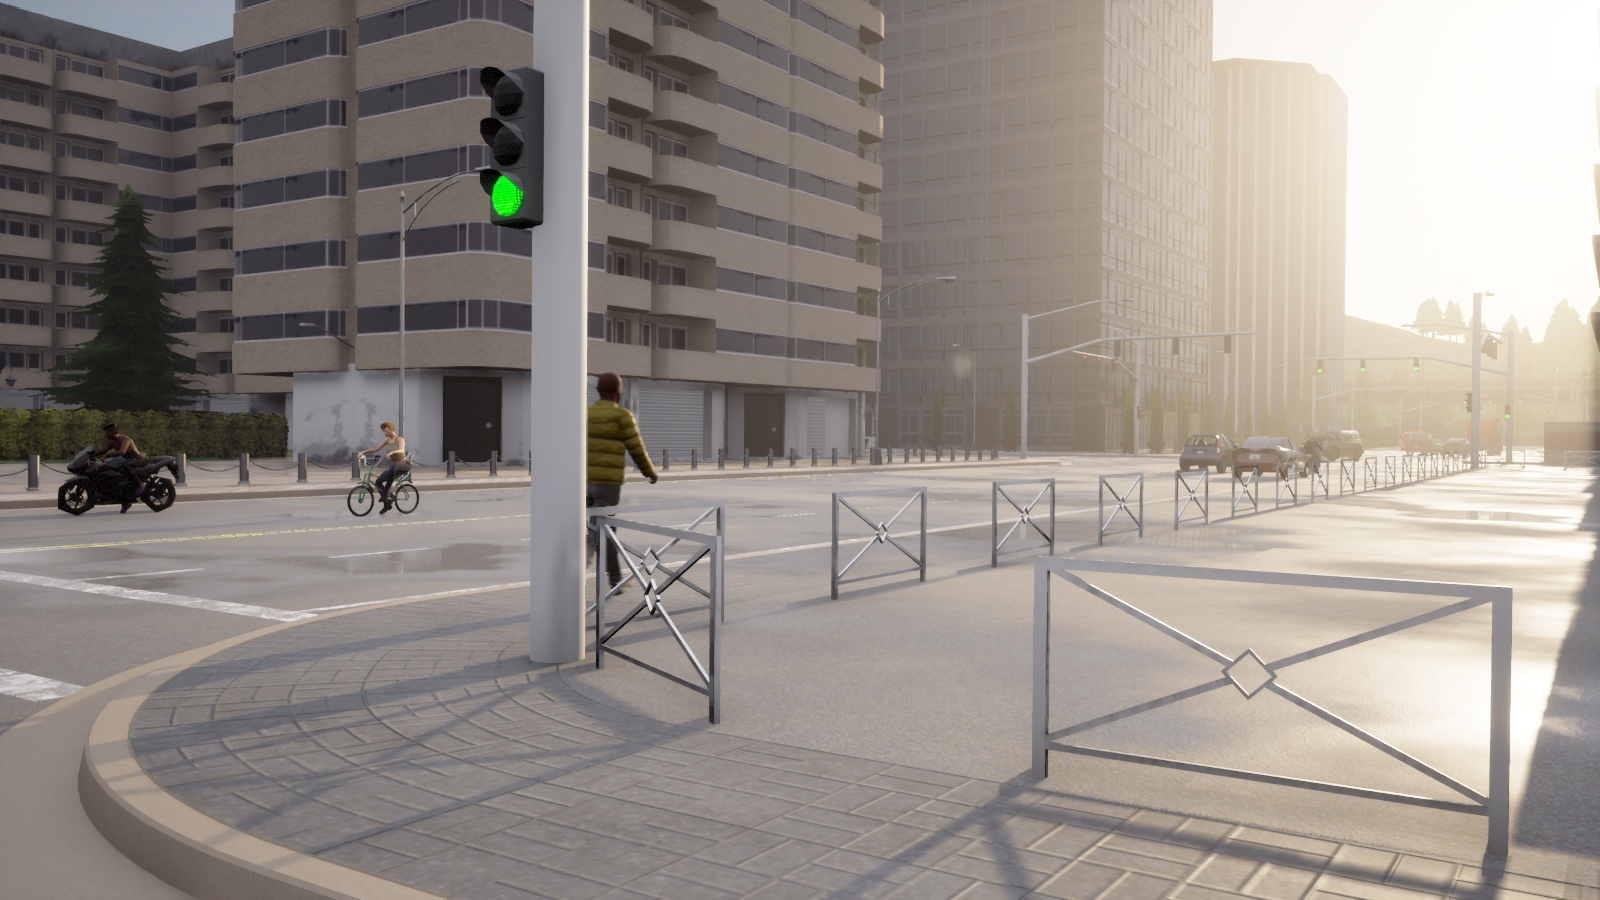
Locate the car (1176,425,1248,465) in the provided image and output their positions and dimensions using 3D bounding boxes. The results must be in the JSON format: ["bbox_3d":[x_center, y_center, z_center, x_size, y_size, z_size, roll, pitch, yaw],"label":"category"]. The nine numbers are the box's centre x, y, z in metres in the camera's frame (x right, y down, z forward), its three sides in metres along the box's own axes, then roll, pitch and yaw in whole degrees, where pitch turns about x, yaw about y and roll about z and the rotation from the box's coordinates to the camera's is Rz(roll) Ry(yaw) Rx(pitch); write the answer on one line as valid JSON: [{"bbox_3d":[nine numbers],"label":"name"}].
[{"bbox_3d":[17.104,-0.236,52.060,1.851,1.617,3.988,0,1,33],"label":"car"}]

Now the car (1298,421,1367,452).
[{"bbox_3d":[32.498,-0.809,76.632,4.605,1.855,1.932,0,1,-39],"label":"car"}]

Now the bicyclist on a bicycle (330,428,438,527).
[{"bbox_3d":[-7.076,0.440,21.409,0.866,1.612,1.509,0,1,33],"label":"bicyclist on a bicycle"}]

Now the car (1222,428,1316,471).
[{"bbox_3d":[17.128,-0.048,45.693,2.163,1.488,4.792,0,1,33],"label":"car"}]

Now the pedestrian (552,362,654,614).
[{"bbox_3d":[-1.488,0.273,9.545,0.370,1.835,0.726,0,1,29],"label":"pedestrian"}]

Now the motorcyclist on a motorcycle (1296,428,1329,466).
[{"bbox_3d":[21.208,-0.135,51.945,0.866,1.530,2.191,0,1,33],"label":"motorcyclist on a motorcycle"}]

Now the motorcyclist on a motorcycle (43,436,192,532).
[{"bbox_3d":[-11.443,0.529,21.112,0.797,1.523,2.044,0,1,33],"label":"motorcyclist on a motorcycle"}]
